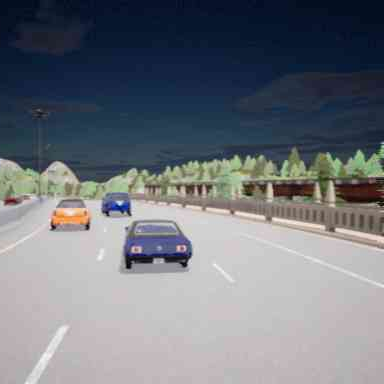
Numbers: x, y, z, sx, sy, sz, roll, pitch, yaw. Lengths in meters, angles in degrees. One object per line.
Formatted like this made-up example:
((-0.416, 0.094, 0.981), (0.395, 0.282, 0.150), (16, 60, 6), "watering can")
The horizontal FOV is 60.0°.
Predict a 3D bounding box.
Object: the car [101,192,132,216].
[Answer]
((-6.890, 1.038, 30.079), (2.150, 2.045, 5.566), (1, 0, -20), "car")

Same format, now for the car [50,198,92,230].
((-7.219, 1.201, 20.186), (2.097, 1.767, 4.553), (1, 0, -16), "car")

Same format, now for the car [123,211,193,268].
((-1.295, 1.547, 11.109), (1.895, 1.301, 4.718), (1, 0, -11), "car")

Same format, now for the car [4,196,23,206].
((-24.324, 1.192, 45.315), (1.895, 1.301, 4.718), (0, 0, -21), "car")
